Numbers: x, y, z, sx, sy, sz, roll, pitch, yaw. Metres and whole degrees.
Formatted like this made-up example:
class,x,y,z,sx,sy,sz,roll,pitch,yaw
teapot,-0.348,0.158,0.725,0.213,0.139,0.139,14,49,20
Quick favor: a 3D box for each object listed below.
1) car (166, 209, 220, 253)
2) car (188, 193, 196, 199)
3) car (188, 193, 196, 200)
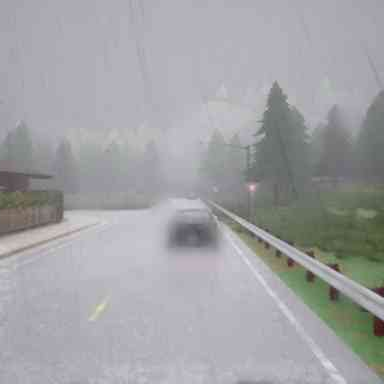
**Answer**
class,x,y,z,sx,sy,sz,roll,pitch,yaw
car,0.051,1.420,13.537,1.882,1.535,5.008,0,0,0
car,0.006,0.959,86.385,1.837,1.490,4.892,0,0,0
car,0.005,1.266,76.423,1.895,1.301,4.718,0,0,0
